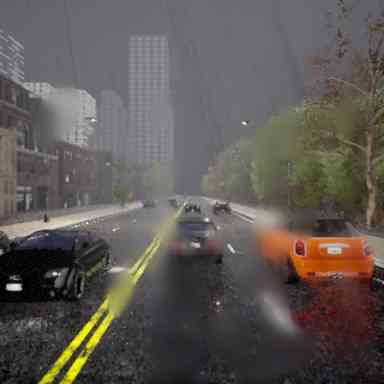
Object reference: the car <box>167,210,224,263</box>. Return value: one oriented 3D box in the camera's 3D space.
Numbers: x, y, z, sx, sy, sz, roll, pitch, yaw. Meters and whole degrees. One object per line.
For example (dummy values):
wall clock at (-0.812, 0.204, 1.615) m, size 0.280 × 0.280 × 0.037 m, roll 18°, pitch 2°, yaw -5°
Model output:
car at (0.096, 1.629, 12.262) m, size 2.033 × 1.411 × 5.357 m, roll 0°, pitch 0°, yaw 0°

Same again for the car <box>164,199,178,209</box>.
car at (-3.314, 1.819, 52.676) m, size 1.882 × 1.535 × 5.008 m, roll 0°, pitch 0°, yaw 0°

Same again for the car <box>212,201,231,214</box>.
car at (3.343, 1.740, 38.014) m, size 2.128 × 1.511 × 4.902 m, roll 0°, pitch 0°, yaw 0°

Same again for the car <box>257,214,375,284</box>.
car at (3.348, 1.418, 9.924) m, size 2.097 × 1.767 × 4.553 m, roll 0°, pitch 0°, yaw 0°

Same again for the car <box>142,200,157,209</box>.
car at (-6.560, 1.886, 52.370) m, size 2.033 × 1.411 × 5.357 m, roll 0°, pitch 0°, yaw 1°

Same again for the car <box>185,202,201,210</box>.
car at (0.093, 1.871, 41.348) m, size 1.895 × 1.301 × 4.718 m, roll 0°, pitch 0°, yaw 0°

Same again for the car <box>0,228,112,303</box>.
car at (-3.352, 1.619, 8.261) m, size 1.994 × 1.385 × 4.181 m, roll 0°, pitch 0°, yaw 0°
